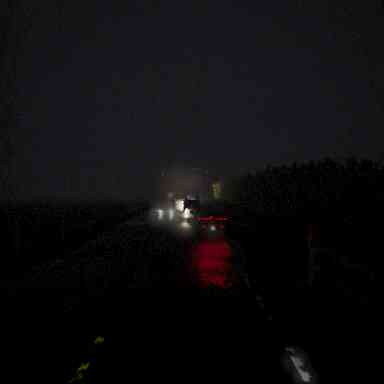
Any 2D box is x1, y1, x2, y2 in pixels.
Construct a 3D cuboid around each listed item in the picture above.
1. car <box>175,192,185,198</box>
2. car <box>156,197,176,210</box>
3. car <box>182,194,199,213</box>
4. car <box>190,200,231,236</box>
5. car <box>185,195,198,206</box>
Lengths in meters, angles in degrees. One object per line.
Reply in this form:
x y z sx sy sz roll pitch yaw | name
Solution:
-2.804 0.606 78.566 1.994 1.385 4.181 0 0 0 | car
-2.868 1.290 37.799 1.994 1.385 4.181 0 0 0 | car
-0.015 1.232 35.833 2.128 1.511 4.902 0 0 0 | car
0.950 1.378 17.476 1.837 1.490 4.892 0 0 0 | car
-0.018 1.183 47.534 1.812 1.442 4.674 0 1 0 | car
